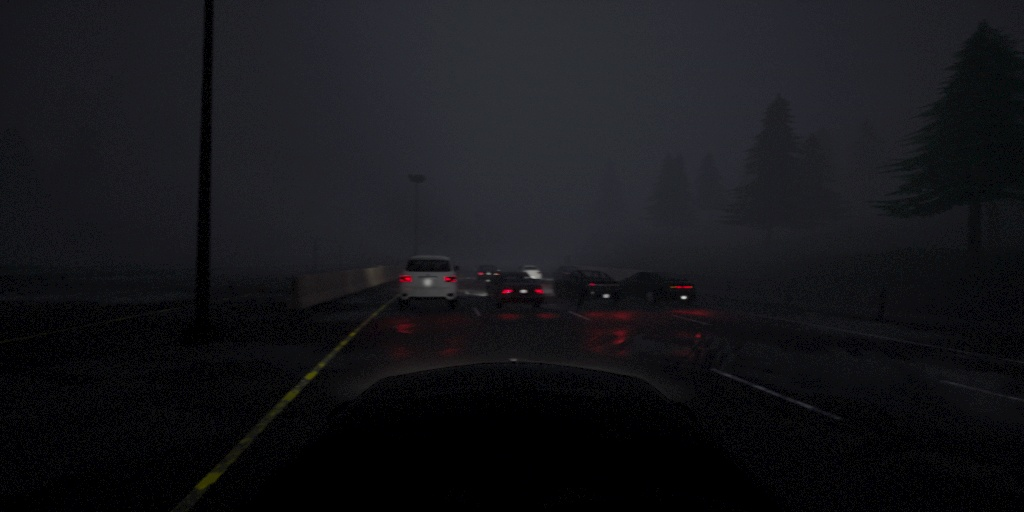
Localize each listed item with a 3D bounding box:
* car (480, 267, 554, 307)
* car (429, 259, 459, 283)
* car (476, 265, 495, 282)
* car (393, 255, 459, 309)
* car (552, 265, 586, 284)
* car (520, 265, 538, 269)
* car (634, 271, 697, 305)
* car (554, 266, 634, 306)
[{"bbox_3d":[-0.016,1.385,15.921,2.033,1.411,5.357,1,0,-10],"label":"car"},{"bbox_3d":[-5.546,1.175,29.833,2.097,1.767,4.553,1,-1,-6],"label":"car"},{"bbox_3d":[-2.064,1.436,30.110,2.033,1.411,5.357,1,0,-6],"label":"car"},{"bbox_3d":[-3.455,0.988,15.305,2.150,2.045,5.566,1,0,-10],"label":"car"},{"bbox_3d":[4.866,1.545,31.233,1.812,1.442,4.674,1,0,-6],"label":"car"},{"bbox_3d":[1.384,1.481,30.887,1.812,1.442,4.674,1,0,-6],"label":"car"},{"bbox_3d":[6.820,1.477,17.494,1.837,1.490,4.892,1,0,-10],"label":"car"},{"bbox_3d":[3.380,1.397,16.853,2.128,1.511,4.902,1,0,-10],"label":"car"}]
